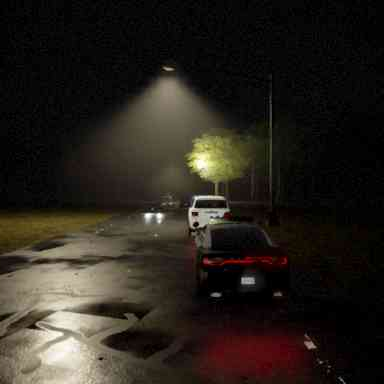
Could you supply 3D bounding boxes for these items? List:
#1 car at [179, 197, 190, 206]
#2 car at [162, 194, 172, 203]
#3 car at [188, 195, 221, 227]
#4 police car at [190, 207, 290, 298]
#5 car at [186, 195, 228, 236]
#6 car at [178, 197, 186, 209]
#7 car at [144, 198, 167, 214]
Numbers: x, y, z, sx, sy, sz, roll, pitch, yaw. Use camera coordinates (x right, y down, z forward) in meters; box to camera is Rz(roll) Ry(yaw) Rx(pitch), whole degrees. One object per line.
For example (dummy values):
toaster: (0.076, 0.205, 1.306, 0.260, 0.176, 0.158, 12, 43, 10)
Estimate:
car: (-1.320, 1.623, 59.870, 1.837, 1.490, 4.892, -1, 0, -3)
car: (-5.740, 1.422, 77.341, 2.150, 2.045, 5.566, 0, 0, -4)
car: (0.809, 1.249, 24.651, 2.150, 2.045, 5.566, 0, 0, -1)
police car: (1.009, 1.428, 8.696, 1.930, 1.638, 5.238, 0, 0, 0)
car: (0.903, 1.244, 18.642, 2.150, 2.045, 5.566, 0, 0, -1)
car: (-0.782, 1.642, 46.168, 1.994, 1.385, 4.181, 0, 0, -1)
car: (-4.128, 1.620, 36.587, 1.994, 1.385, 4.181, 0, 0, -2)
